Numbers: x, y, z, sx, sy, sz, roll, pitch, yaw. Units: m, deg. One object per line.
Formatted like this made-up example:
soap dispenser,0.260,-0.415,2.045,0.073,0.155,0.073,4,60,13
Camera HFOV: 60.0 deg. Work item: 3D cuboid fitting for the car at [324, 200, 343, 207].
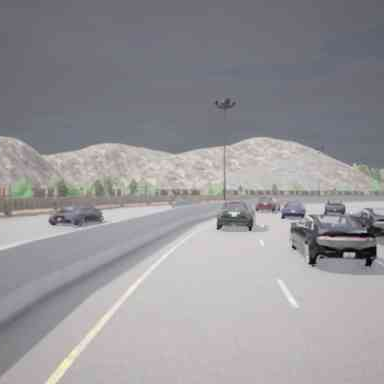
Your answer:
car,14.446,1.505,33.582,2.128,1.511,4.902,0,0,23

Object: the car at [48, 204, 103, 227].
car,-7.743,1.500,22.503,1.994,1.385,4.181,0,0,14

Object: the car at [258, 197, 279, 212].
car,8.764,1.336,37.949,2.097,1.767,4.553,0,0,24

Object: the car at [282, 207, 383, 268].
car,4.578,1.495,11.421,2.128,1.511,4.902,0,0,7

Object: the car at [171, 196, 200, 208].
car,-0.584,1.455,34.165,1.837,1.490,4.892,0,0,21

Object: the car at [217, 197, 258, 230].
car,2.868,1.335,21.004,2.097,1.767,4.553,0,0,13

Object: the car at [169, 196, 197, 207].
car,-1.263,1.418,49.620,2.128,1.511,4.902,0,0,28

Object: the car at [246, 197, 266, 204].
car,12.357,1.578,64.140,1.895,1.301,4.718,0,0,39

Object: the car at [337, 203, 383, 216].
car,8.947,1.507,16.219,2.128,1.511,4.902,0,0,11

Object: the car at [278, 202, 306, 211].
car,9.081,1.561,29.538,1.994,1.385,4.181,0,0,19
